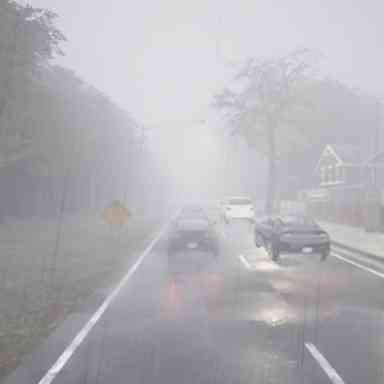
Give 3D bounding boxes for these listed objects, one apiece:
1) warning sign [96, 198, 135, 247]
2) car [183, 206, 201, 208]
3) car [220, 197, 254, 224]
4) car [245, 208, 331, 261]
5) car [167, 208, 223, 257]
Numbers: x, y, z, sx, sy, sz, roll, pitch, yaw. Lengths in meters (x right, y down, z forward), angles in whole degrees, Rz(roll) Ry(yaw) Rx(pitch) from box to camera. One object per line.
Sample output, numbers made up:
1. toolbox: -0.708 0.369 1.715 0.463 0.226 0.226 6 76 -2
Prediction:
1. warning sign: -3.068 1.195 13.492 1.300 1.860 1.060 -1 -1 0
2. car: 0.030 1.760 26.911 1.895 1.301 4.718 0 0 1
3. car: 3.524 1.379 26.448 2.150 2.045 5.566 0 0 1
4. car: 3.541 1.567 12.549 2.128 1.511 4.902 0 0 1
5. car: 0.047 1.604 13.261 1.812 1.442 4.674 0 0 0
